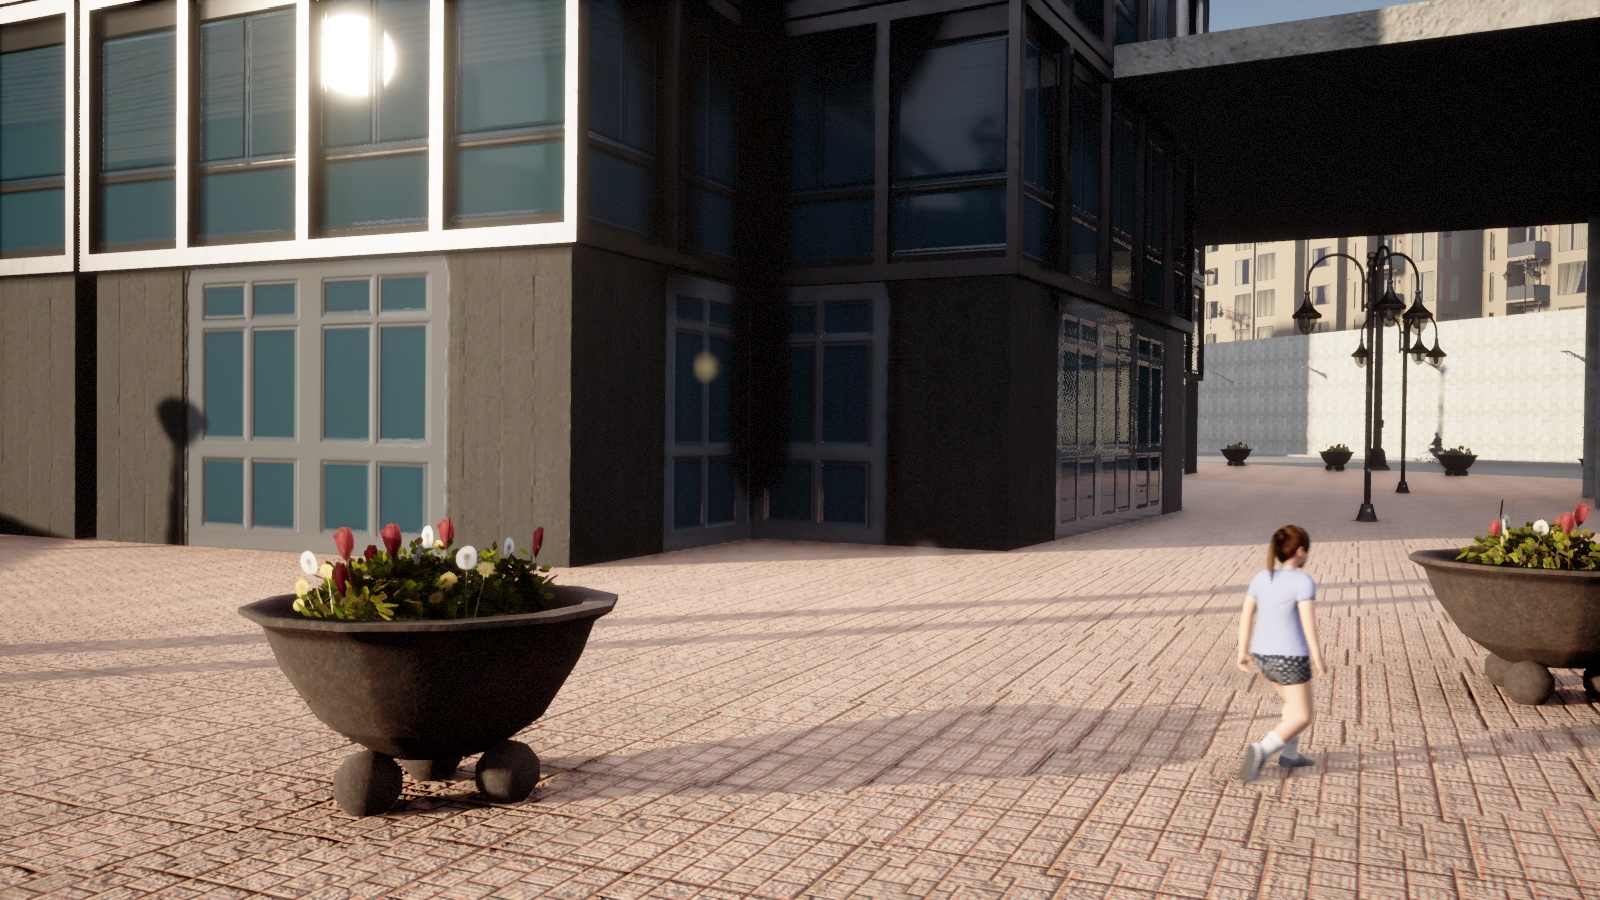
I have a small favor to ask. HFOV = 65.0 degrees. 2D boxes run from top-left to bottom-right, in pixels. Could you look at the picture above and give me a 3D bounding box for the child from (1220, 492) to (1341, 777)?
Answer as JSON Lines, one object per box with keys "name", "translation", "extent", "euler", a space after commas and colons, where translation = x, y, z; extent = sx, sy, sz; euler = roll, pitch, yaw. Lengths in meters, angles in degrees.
{"name": "child", "translation": [1.975, 0.738, 5.165], "extent": [0.394, 1.110, 0.255], "euler": [-1, 1, -23]}
